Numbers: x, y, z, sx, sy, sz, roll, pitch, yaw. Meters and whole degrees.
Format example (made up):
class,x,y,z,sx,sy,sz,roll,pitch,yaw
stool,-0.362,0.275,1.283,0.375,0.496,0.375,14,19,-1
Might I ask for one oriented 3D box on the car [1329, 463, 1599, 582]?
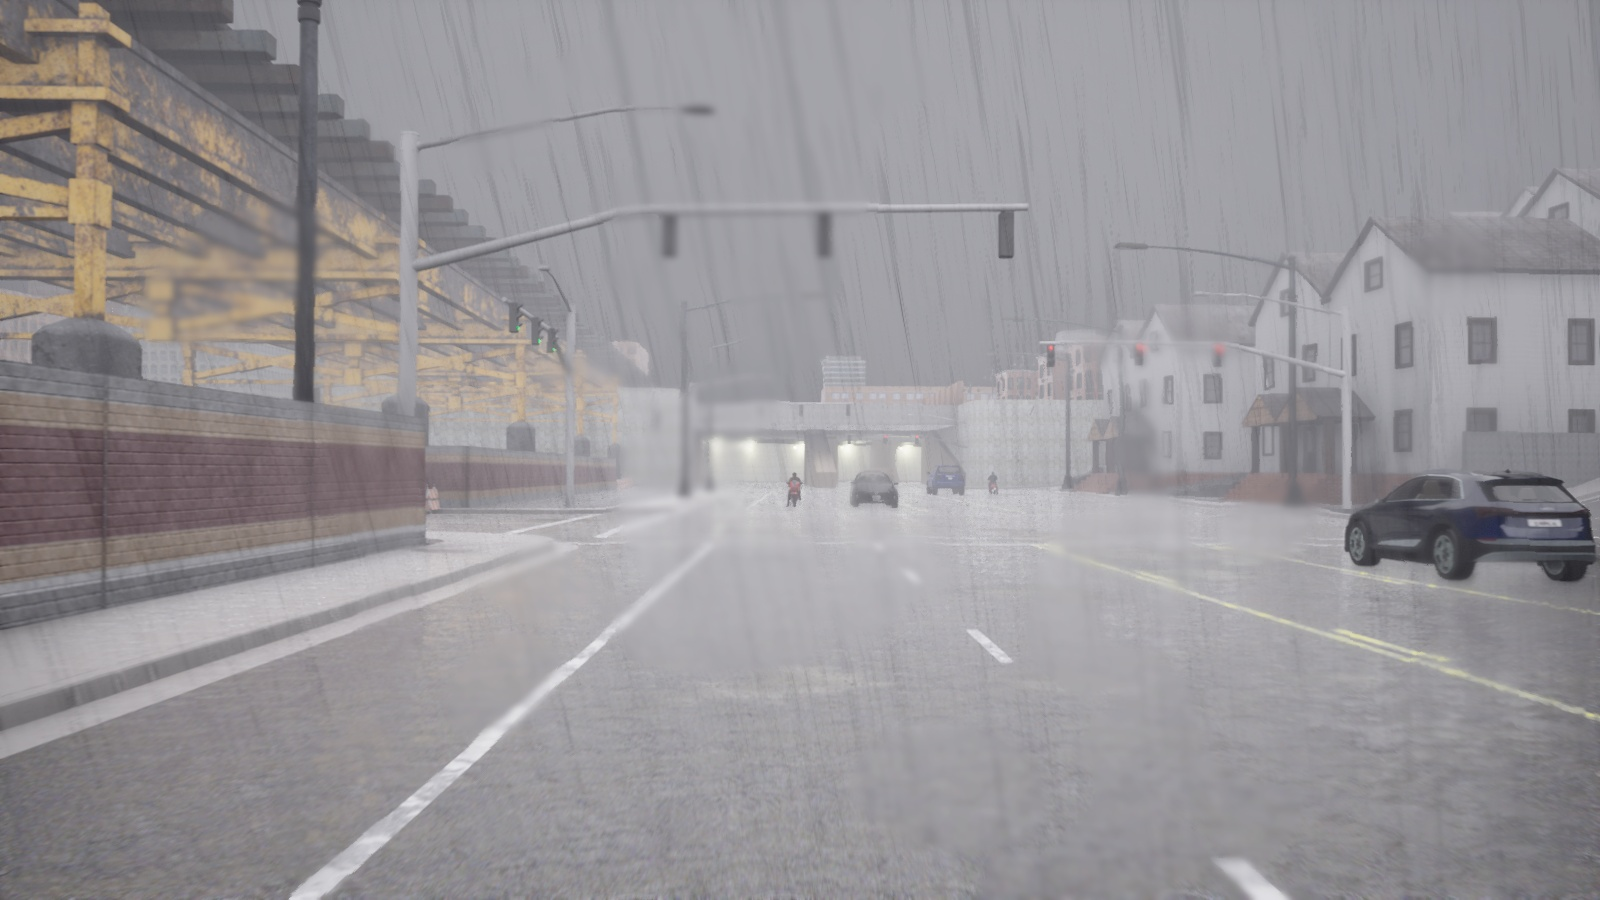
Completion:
class,x,y,z,sx,sy,sz,roll,pitch,yaw
car,10.420,1.043,19.861,2.033,1.649,4.856,0,-1,0

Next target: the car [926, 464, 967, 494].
class,x,y,z,sx,sy,sz,roll,pitch,yaw
car,10.155,1.988,87.602,2.150,2.045,5.566,0,-1,0

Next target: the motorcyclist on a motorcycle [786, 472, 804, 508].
class,x,y,z,sx,sy,sz,roll,pitch,yaw
motorcyclist on a motorcycle,-0.217,1.732,54.703,0.797,1.523,2.044,0,-1,0

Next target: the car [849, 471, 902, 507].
class,x,y,z,sx,sy,sz,roll,pitch,yaw
car,3.281,1.690,55.163,2.007,1.525,4.514,0,-1,0
